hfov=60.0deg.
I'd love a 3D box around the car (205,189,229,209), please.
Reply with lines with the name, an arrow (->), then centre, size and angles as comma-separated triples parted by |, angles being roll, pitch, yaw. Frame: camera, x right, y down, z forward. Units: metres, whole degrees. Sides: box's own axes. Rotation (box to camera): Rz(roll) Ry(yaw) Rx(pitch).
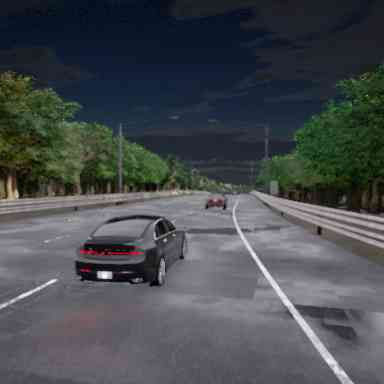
car -> 2.645, 0.832, 34.946 | 2.097, 1.767, 4.553 | 0, 1, 9

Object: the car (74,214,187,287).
car -> -1.361, 1.365, 8.994 | 1.837, 1.490, 4.892 | 0, 1, 9
